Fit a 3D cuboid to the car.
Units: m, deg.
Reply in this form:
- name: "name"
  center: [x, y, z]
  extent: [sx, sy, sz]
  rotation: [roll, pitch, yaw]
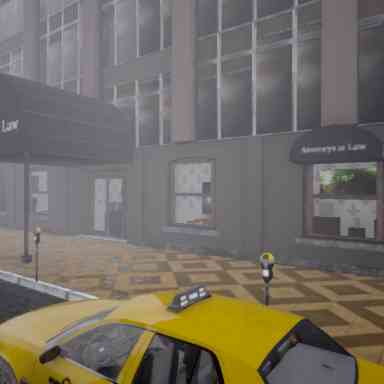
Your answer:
- name: "car"
  center: [-0.228, 1.525, 3.033]
  extent: [4.829, 1.417, 1.752]
  rotation: [0, 0, 36]
